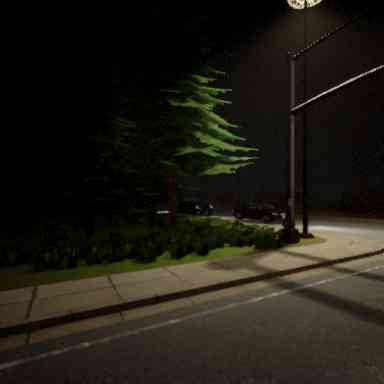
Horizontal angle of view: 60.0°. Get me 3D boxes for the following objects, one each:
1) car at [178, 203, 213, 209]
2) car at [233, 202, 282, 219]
[{"bbox_3d":[0.149,1.416,33.430,2.097,1.767,4.553,0,0,-34],"label":"car"},{"bbox_3d":[5.287,1.555,25.945,2.128,1.511,4.902,0,0,-34],"label":"car"}]
